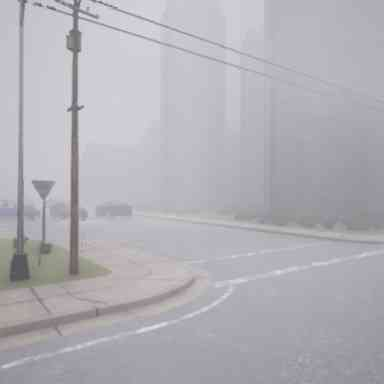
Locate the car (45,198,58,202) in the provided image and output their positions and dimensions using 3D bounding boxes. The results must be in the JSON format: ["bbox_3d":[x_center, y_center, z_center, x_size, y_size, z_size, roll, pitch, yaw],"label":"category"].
[{"bbox_3d":[-19.549,1.591,46.961,2.033,1.411,5.357,0,0,-36],"label":"car"}]

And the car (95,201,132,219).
[{"bbox_3d":[-7.161,1.527,30.070,1.882,1.535,5.008,0,0,-36],"label":"car"}]

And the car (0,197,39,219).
[{"bbox_3d":[-15.516,1.491,28.256,4.611,1.667,2.242,0,0,-36],"label":"car"}]

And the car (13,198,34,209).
[{"bbox_3d":[-23.321,1.538,46.010,1.837,1.490,4.892,0,-1,-36],"label":"car"}]

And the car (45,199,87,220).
[{"bbox_3d":[-10.740,1.579,28.704,2.033,1.411,5.357,0,0,-36],"label":"car"}]
